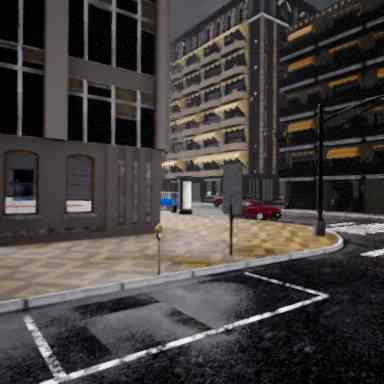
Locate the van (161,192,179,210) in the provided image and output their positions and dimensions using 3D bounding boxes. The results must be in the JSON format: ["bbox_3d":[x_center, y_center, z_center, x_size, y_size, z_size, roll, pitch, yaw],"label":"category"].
[{"bbox_3d":[-2.260,0.869,33.046,1.690,1.788,3.998,2,0,-36],"label":"van"}]

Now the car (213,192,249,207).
[{"bbox_3d":[4.520,0.919,37.972,2.192,1.841,5.009,2,0,-36],"label":"car"}]

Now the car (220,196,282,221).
[{"bbox_3d":[4.375,1.249,23.888,1.887,1.381,4.507,2,0,-36],"label":"car"}]
